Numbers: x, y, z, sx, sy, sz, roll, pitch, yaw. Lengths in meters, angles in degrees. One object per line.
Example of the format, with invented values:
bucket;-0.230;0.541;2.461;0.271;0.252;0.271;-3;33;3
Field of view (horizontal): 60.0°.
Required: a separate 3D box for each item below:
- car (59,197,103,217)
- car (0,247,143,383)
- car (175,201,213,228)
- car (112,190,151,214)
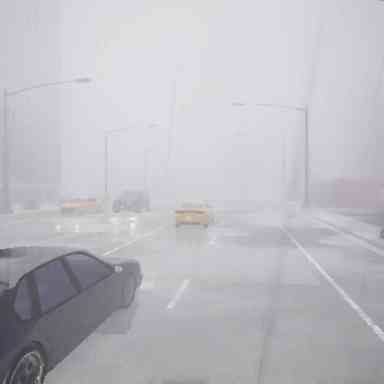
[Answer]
car;-9.368;1.179;28.434;1.882;1.535;5.008;0;1;9
car;-2.333;1.534;4.805;2.033;1.411;5.357;0;0;9
car;0.224;1.266;20.699;1.882;1.535;5.008;0;1;9
car;-5.443;0.881;30.786;2.150;2.045;5.566;0;1;9
